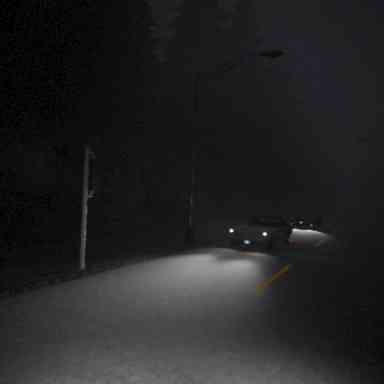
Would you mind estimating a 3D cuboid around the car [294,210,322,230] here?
[{"bbox_3d":[8.855,2.075,25.759,1.994,1.385,4.181,3,0,29],"label":"car"}]

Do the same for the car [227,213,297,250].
[{"bbox_3d":[3.340,1.812,15.677,1.895,1.301,4.718,3,0,29],"label":"car"}]
